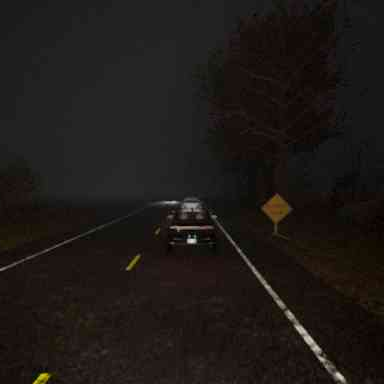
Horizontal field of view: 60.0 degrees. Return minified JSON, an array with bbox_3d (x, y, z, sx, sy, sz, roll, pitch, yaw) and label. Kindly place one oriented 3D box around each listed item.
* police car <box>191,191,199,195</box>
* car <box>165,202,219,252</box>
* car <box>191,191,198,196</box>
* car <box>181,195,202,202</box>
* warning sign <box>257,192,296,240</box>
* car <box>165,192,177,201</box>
[{"bbox_3d":[0.801,0.475,84.092,1.930,1.638,5.238,0,1,0],"label":"police car"},{"bbox_3d":[0.005,1.359,13.251,2.128,1.511,4.902,0,1,0],"label":"car"},{"bbox_3d":[0.771,0.422,93.984,1.837,1.490,4.892,0,1,0],"label":"car"},{"bbox_3d":[-0.034,1.234,28.994,1.812,1.442,4.674,0,1,0],"label":"car"},{"bbox_3d":[3.532,0.977,13.948,1.300,1.860,1.060,1,2,0],"label":"warning sign"},{"bbox_3d":[-3.721,0.847,59.672,2.128,1.511,4.902,0,1,0],"label":"car"}]
